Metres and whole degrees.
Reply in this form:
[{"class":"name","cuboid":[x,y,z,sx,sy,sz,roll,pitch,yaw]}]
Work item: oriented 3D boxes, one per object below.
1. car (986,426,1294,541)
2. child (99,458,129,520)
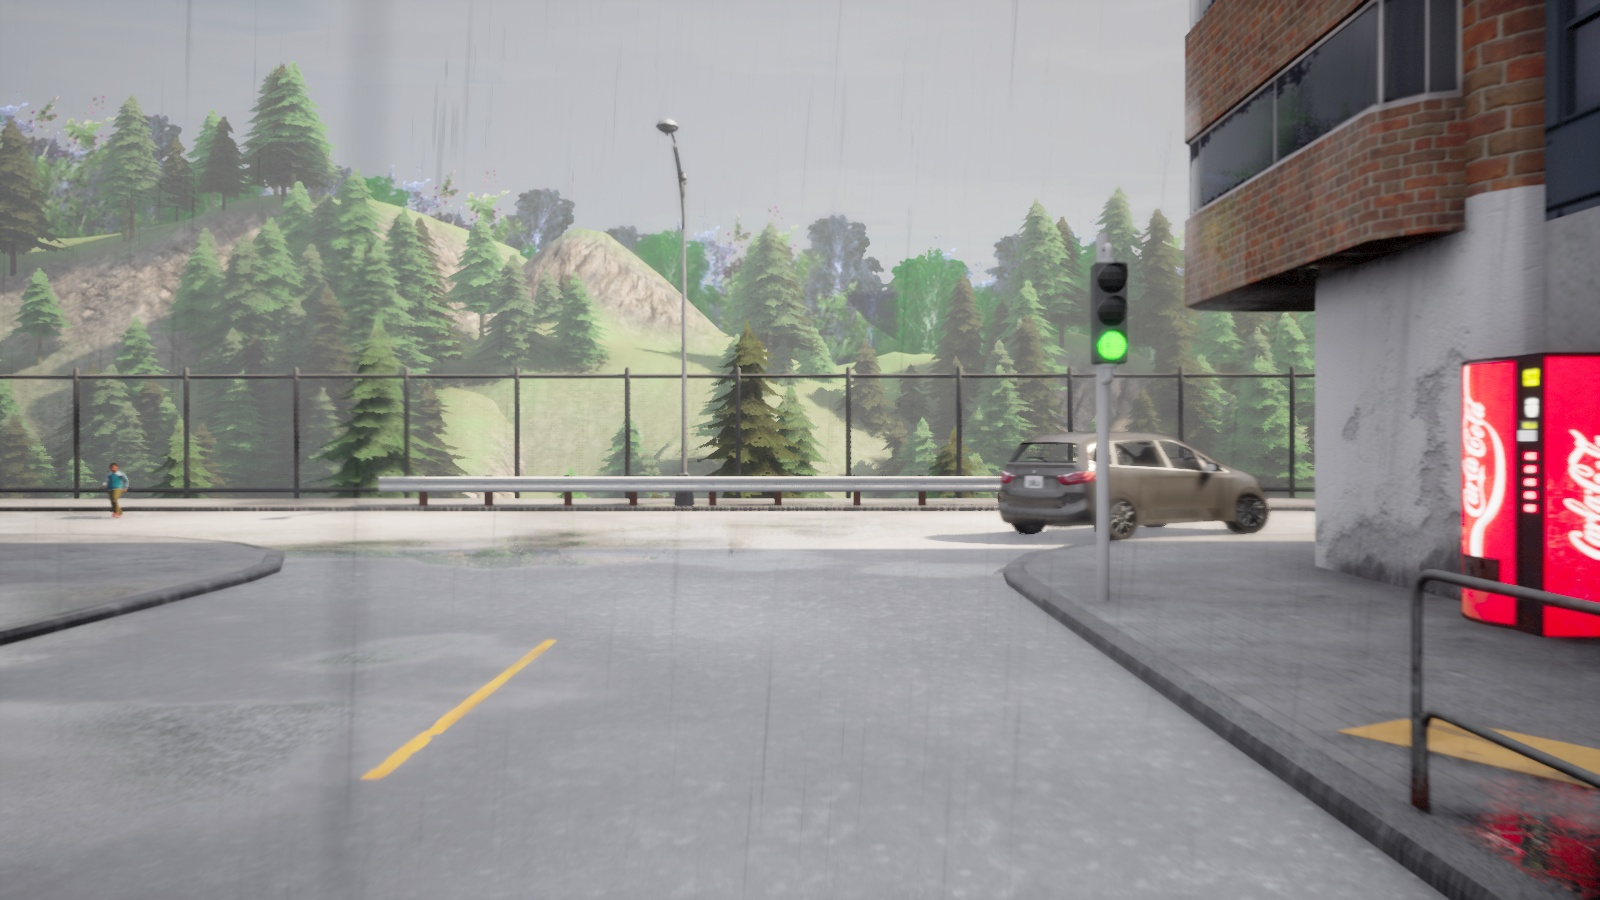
[{"class":"car","cuboid":[5.523,0.481,20.306,4.611,1.667,2.242,0,0,-31]},{"class":"child","cuboid":[-13.467,0.755,24.659,0.343,1.192,0.448,0,0,0]}]
